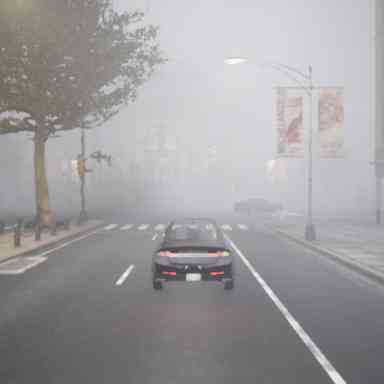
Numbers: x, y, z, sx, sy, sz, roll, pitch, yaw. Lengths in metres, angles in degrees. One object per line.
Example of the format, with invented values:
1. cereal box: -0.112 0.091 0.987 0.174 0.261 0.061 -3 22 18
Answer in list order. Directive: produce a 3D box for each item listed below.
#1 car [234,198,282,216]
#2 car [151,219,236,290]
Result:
1. car: 6.351 1.376 31.753 5.008 1.535 1.882 0 -1 -29
2. car: 0.034 1.463 8.980 2.128 1.511 4.902 0 0 0
